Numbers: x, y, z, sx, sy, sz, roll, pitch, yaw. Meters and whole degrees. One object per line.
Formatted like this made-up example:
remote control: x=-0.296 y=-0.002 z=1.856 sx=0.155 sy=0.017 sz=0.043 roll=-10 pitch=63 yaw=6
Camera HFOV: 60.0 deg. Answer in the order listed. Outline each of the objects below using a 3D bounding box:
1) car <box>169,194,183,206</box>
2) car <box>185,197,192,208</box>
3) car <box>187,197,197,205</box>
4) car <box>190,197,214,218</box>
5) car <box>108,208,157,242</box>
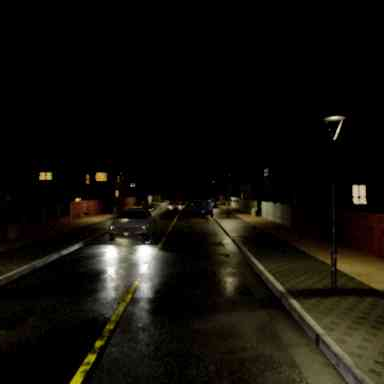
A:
car: x=-2.809 y=1.321 z=57.899 sx=2.150 sy=2.045 sz=5.566 roll=0 pitch=0 yaw=1
car: x=0.000 y=1.647 z=49.110 sx=1.994 sy=1.385 sz=4.181 roll=0 pitch=0 yaw=0
car: x=-0.007 y=1.612 z=61.175 sx=1.837 sy=1.490 sz=4.892 roll=0 pitch=0 yaw=0
car: x=0.958 y=1.528 z=30.896 sx=1.882 sy=1.535 sz=5.008 roll=0 pitch=0 yaw=0
car: x=-2.851 y=1.554 z=16.733 sx=1.812 sy=1.442 sz=4.674 roll=0 pitch=0 yaw=0
